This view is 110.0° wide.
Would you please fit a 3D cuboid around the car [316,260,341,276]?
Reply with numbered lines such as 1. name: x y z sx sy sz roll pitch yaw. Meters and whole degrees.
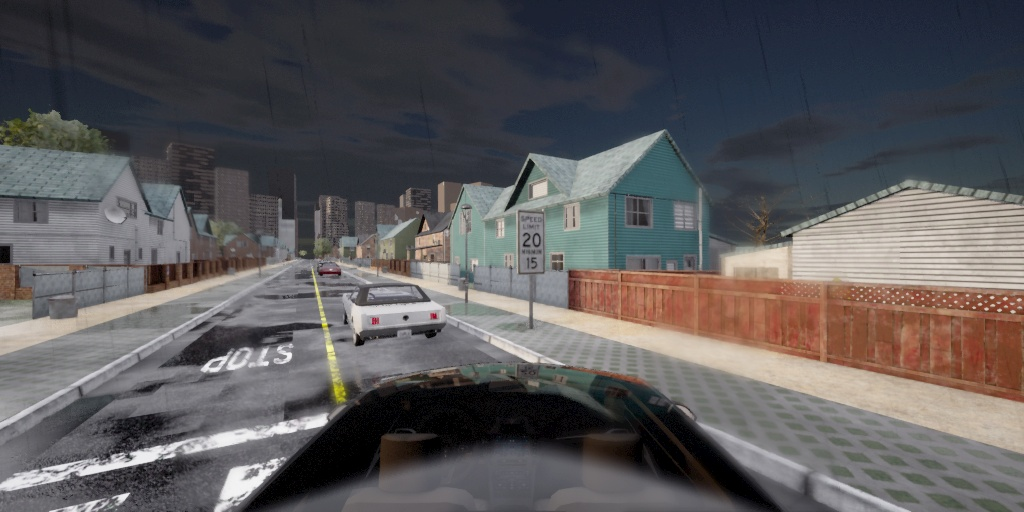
1. car: -18.884 1.324 37.117 1.994 1.385 4.181 0 0 -30

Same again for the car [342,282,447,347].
1. car: -3.370 1.353 9.547 1.895 1.301 4.718 0 0 -29
